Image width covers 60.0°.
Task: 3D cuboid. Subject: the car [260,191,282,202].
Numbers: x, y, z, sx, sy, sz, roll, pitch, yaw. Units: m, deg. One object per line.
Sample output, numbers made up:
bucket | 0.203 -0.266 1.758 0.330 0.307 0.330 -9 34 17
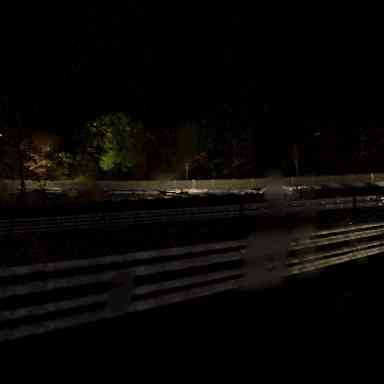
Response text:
car | 10.357 0.702 39.066 4.553 1.767 2.097 -3 2 -14

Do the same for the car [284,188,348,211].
car | 12.341 0.656 32.347 5.566 2.045 2.150 -3 2 -14

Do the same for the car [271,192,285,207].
car | 11.348 0.919 35.707 4.674 1.442 1.812 -3 2 -14
